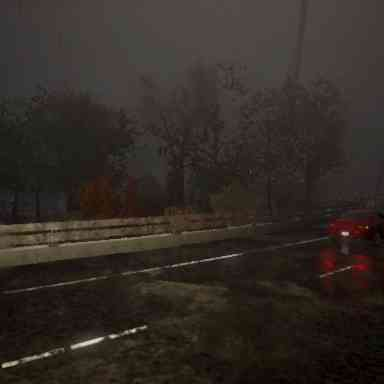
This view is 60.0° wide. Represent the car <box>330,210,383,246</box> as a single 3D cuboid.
[{"bbox_3d":[7.922,1.531,15.180,4.674,1.442,1.812,0,0,-44],"label":"car"}]

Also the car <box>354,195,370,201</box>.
[{"bbox_3d":[40.241,1.467,80.038,1.837,1.490,4.892,0,0,4],"label":"car"}]

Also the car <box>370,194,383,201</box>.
[{"bbox_3d":[43.716,1.318,79.609,2.097,1.767,4.553,0,0,4],"label":"car"}]
